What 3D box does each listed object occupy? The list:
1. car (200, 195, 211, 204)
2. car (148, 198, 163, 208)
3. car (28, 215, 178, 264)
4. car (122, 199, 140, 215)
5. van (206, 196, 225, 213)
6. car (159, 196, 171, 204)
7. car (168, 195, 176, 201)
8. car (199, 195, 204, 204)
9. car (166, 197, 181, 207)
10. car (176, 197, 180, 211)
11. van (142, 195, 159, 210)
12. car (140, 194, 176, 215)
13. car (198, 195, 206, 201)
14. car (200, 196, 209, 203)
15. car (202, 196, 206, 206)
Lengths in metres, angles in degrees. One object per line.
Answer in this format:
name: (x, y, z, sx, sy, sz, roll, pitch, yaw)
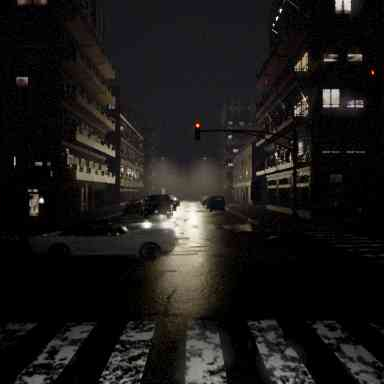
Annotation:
car: (2.622, 1.419, 65.364, 1.967, 1.590, 4.097, 0, 0, 0)
car: (-5.321, 1.568, 48.627, 1.802, 1.307, 4.206, 0, 0, 0)
car: (-2.851, 1.621, 11.436, 4.718, 1.301, 1.895, -1, 0, 0)
car: (-5.416, 1.432, 31.882, 1.967, 1.590, 4.097, 0, 0, 0)
van: (2.727, 1.331, 36.836, 1.690, 1.788, 3.998, 0, 0, 0)
car: (-5.259, 1.524, 65.371, 1.887, 1.381, 4.507, 0, 0, 0)
car: (-5.240, 1.512, 87.697, 2.008, 1.369, 4.403, 0, 0, 0)
car: (2.614, 1.550, 54.202, 1.947, 1.339, 4.313, 0, 0, 0)
car: (-2.792, 1.532, 51.203, 2.033, 1.411, 5.357, 0, 0, 0)
car: (-2.821, 1.553, 39.362, 1.994, 1.385, 4.181, 0, 0, -1)
van: (-5.372, 1.329, 43.046, 1.690, 1.788, 3.998, 0, 0, 0)
car: (-2.838, 1.214, 29.364, 2.150, 2.045, 5.566, 0, 0, 0)
car: (2.641, 1.527, 87.691, 1.947, 1.339, 4.313, 0, 0, 0)
car: (2.627, 1.520, 70.946, 1.887, 1.381, 4.507, 0, 0, 0)
car: (2.697, 1.533, 43.040, 1.887, 1.381, 4.507, 0, 0, 0)
